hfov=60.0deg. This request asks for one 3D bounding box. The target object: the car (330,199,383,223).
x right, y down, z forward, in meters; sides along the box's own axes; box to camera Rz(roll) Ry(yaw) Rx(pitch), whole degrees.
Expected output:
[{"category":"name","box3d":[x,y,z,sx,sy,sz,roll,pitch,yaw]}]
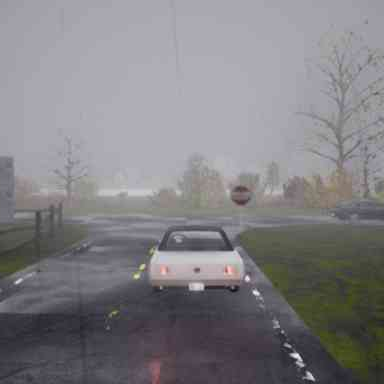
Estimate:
[{"category":"car","box3d":[12.007,1.293,22.690,4.892,1.490,1.837,0,0,-1]}]

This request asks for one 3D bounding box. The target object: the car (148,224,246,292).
[{"category":"car","box3d":[0.074,1.479,8.527,1.895,1.301,4.718,0,1,-1]}]
